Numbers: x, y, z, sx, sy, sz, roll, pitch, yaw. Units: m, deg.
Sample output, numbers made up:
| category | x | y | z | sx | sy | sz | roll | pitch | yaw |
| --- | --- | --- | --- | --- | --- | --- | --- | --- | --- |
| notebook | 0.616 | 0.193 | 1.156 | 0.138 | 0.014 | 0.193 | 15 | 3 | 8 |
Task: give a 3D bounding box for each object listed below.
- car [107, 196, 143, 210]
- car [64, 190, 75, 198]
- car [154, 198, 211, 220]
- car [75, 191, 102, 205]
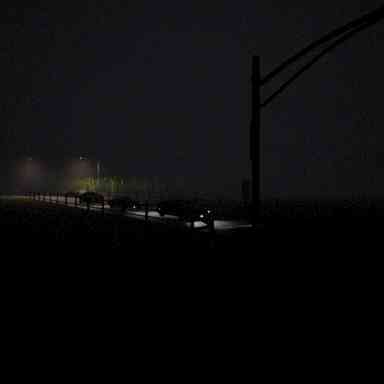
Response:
| category | x | y | z | sx | sy | sz | roll | pitch | yaw |
| --- | --- | --- | --- | --- | --- | --- | --- | --- | --- |
| car | -6.586 | 1.052 | 32.610 | 1.895 | 1.301 | 4.718 | 0 | 1 | -35 |
| car | -22.508 | 0.356 | 62.019 | 1.882 | 1.535 | 5.008 | 0 | 1 | -35 |
| car | -0.854 | 1.180 | 24.355 | 2.033 | 1.411 | 5.357 | 0 | 1 | -35 |
| car | -12.444 | 0.744 | 41.067 | 1.882 | 1.535 | 5.008 | 0 | 1 | -35 |
